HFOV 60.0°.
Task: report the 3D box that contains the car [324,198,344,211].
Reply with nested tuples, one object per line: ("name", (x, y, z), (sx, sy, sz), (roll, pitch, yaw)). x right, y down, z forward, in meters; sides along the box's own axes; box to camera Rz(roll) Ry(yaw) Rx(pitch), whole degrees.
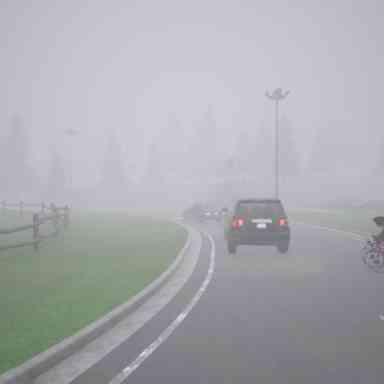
("car", (19.433, 1.546, 40.399), (5.357, 1.411, 2.033), (0, 0, 2))

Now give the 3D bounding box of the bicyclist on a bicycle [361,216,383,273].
("bicyclist on a bicycle", (5.035, 1.377, 8.352), (0.582, 1.620, 1.656), (-26, 11, -36))

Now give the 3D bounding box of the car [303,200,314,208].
("car", (18.282, 1.524, 47.442), (4.674, 1.442, 1.812), (0, 0, 2))

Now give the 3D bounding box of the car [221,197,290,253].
("car", (2.476, 1.219, 13.729), (2.150, 2.045, 5.566), (0, 0, 3))

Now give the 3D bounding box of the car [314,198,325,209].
("car", (19.290, 1.476, 43.900), (5.008, 1.535, 1.882), (0, 0, 2))

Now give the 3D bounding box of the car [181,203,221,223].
("car", (0.814, 1.547, 25.378), (2.033, 1.411, 5.357), (0, 0, -20))

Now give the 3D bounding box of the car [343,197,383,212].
("car", (19.800, 1.524, 36.878), (4.674, 1.442, 1.812), (0, 0, 3))

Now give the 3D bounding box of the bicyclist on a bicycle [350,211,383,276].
("bicyclist on a bicycle", (5.312, 1.445, 8.946), (0.582, 1.620, 1.656), (-24, 17, -34))
